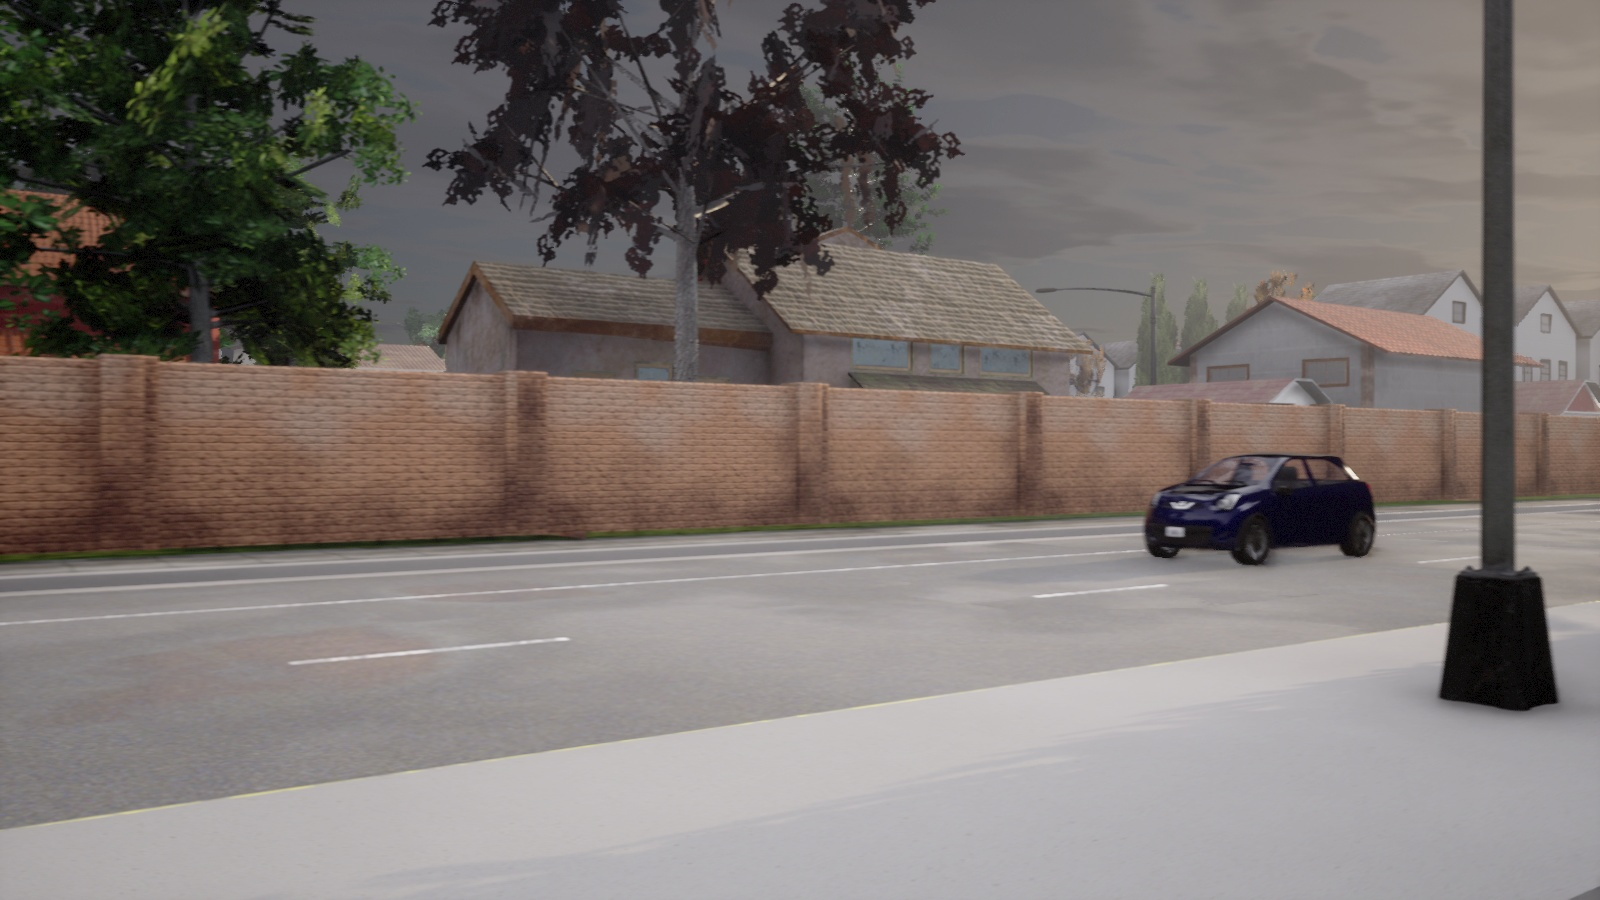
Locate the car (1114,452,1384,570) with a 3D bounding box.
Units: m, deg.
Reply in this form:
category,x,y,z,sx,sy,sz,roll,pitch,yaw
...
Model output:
category,x,y,z,sx,sy,sz,roll,pitch,yaw
car,6.421,0.789,17.875,3.633,1.501,1.845,0,0,-35
